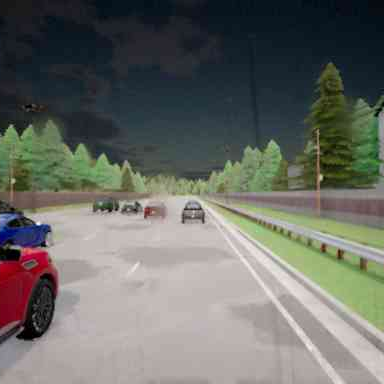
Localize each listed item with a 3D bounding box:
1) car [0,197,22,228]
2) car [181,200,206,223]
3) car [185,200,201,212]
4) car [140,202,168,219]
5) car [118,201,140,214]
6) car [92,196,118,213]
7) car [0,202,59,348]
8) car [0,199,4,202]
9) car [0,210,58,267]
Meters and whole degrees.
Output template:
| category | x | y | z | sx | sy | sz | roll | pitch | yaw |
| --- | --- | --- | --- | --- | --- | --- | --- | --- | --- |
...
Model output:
| category | x | y | z | sx | sy | sz | roll | pitch | yaw |
| --- | --- | --- | --- | --- | --- | --- | --- | --- | --- |
| car | -13.892 | 1.358 | 22.357 | 2.150 | 2.045 | 5.566 | 0 | 0 | 0 |
| car | 0.106 | 1.656 | 27.334 | 2.128 | 1.511 | 4.902 | 0 | 0 | 0 |
| car | 0.112 | 1.810 | 43.994 | 2.033 | 1.411 | 5.357 | 0 | 0 | 0 |
| car | -3.391 | 1.668 | 31.871 | 1.882 | 1.535 | 5.008 | 0 | 0 | 0 |
| car | -6.890 | 1.756 | 38.413 | 1.812 | 1.442 | 4.674 | 0 | 0 | 0 |
| car | -10.388 | 1.465 | 40.419 | 2.150 | 2.045 | 5.566 | 0 | 0 | 0 |
| car | -3.398 | 1.245 | 3.484 | 2.150 | 2.045 | 5.566 | 0 | 0 | 0 |
| car | -10.396 | 1.323 | 16.455 | 2.150 | 2.045 | 5.566 | 0 | 0 | 0 |
| car | -6.896 | 1.552 | 12.258 | 1.882 | 1.535 | 5.008 | 0 | 0 | 0 |
